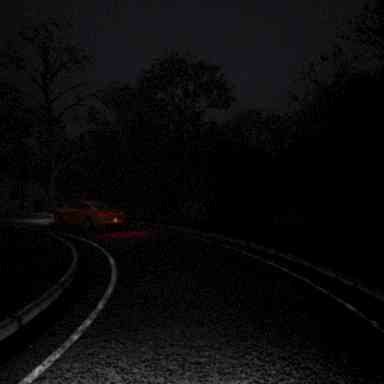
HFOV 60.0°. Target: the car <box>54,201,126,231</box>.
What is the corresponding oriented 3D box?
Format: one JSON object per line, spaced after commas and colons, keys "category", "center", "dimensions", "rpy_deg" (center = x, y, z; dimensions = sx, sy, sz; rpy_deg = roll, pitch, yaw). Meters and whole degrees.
{"category": "car", "center": [-5.828, 1.211, 18.673], "dimensions": [5.008, 1.535, 1.882], "rpy_deg": [2, 0, 40]}
